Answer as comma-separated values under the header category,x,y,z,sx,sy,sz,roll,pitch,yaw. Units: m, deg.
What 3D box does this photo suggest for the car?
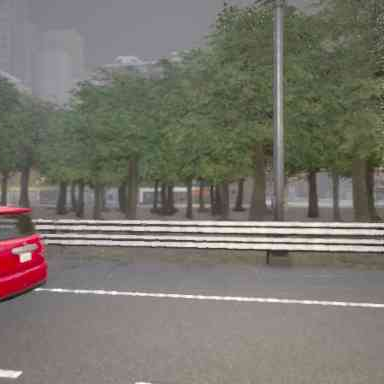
category,x,y,z,sx,sy,sz,roll,pitch,yaw
car,-5.681,1.288,6.500,5.566,2.045,2.150,0,-1,9
